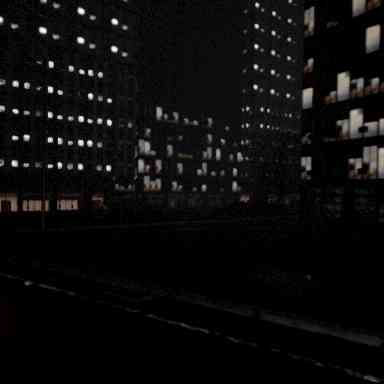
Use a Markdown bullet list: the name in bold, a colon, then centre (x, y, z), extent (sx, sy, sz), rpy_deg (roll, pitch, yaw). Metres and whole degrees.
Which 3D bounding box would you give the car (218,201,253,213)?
- **car**: centre (6.053, 1.993, 45.822), extent (4.674, 1.442, 1.812), rpy_deg (0, 1, -34)

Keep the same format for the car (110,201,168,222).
- **car**: centre (-5.218, 1.789, 31.558), extent (5.009, 1.841, 2.192), rpy_deg (0, 1, -34)

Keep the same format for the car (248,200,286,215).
- **car**: centre (8.816, 1.890, 41.164), extent (5.009, 1.841, 2.192), rpy_deg (0, 1, -34)

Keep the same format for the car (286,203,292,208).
- **car**: centre (13.718, 2.065, 54.074), extent (4.206, 1.307, 1.802), rpy_deg (0, 1, -34)

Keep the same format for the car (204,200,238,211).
- **car**: centre (4.222, 1.940, 47.573), extent (4.829, 1.417, 1.752), rpy_deg (0, 1, -34)

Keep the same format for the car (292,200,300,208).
- **car**: centre (18.397, 2.083, 57.275), extent (4.313, 1.339, 1.947), rpy_deg (0, 1, -34)

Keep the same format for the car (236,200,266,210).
- **car**: centre (9.041, 2.015, 50.872), extent (4.313, 1.339, 1.947), rpy_deg (0, 1, -34)

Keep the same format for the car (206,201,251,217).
- **car**: centre (4.134, 2.086, 37.965), extent (4.507, 1.381, 1.887), rpy_deg (0, 1, -34)
